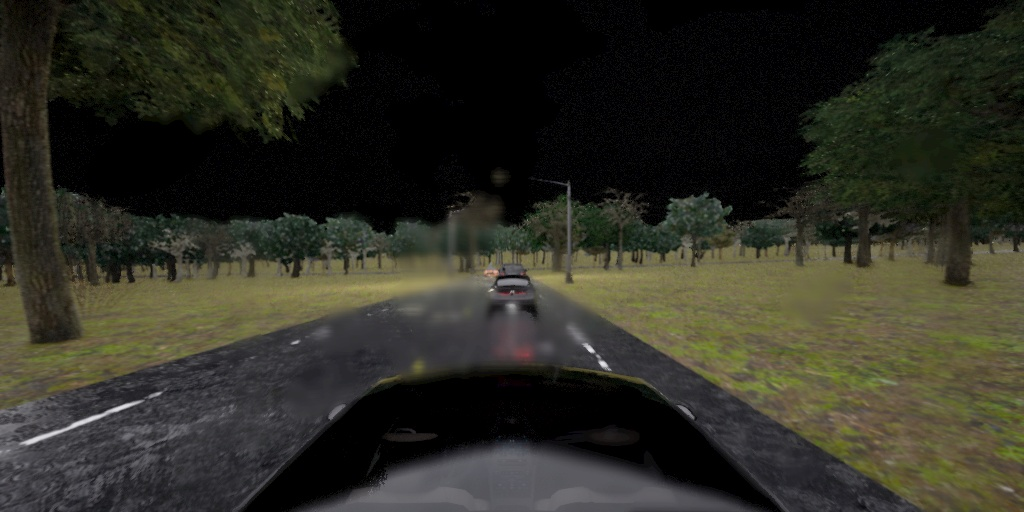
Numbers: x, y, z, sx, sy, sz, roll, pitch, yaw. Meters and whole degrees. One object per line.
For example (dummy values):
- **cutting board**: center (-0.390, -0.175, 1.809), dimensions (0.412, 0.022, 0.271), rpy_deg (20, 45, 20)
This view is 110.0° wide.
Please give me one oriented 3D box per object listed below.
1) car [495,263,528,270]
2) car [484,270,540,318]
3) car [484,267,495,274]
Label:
- **car**: center (0.039, 1.584, 28.177), dimensions (2.150, 2.045, 5.566), rpy_deg (0, -1, 0)
- **car**: center (0.048, 1.484, 14.210), dimensions (1.837, 1.490, 4.892), rpy_deg (0, -1, 0)
- **car**: center (-3.541, 2.633, 60.550), dimensions (2.097, 1.767, 4.553), rpy_deg (0, -2, 1)
